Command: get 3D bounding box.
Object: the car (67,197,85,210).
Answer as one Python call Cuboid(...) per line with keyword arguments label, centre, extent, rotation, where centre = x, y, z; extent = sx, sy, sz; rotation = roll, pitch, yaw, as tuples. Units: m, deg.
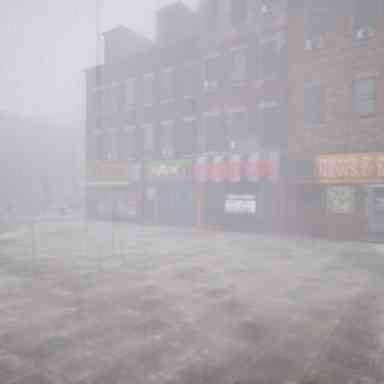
Cuboid(label="car", centre=(-11.357, 1.142, 36.041), extent=(1.947, 1.339, 4.313), rotation=(2, 3, 35))
